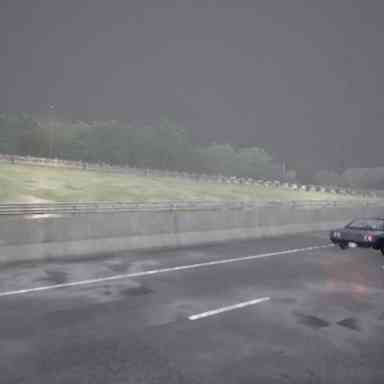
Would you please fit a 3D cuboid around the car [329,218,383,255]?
[{"bbox_3d":[7.837,1.715,13.755,4.718,1.301,1.895,0,0,-35],"label":"car"}]
